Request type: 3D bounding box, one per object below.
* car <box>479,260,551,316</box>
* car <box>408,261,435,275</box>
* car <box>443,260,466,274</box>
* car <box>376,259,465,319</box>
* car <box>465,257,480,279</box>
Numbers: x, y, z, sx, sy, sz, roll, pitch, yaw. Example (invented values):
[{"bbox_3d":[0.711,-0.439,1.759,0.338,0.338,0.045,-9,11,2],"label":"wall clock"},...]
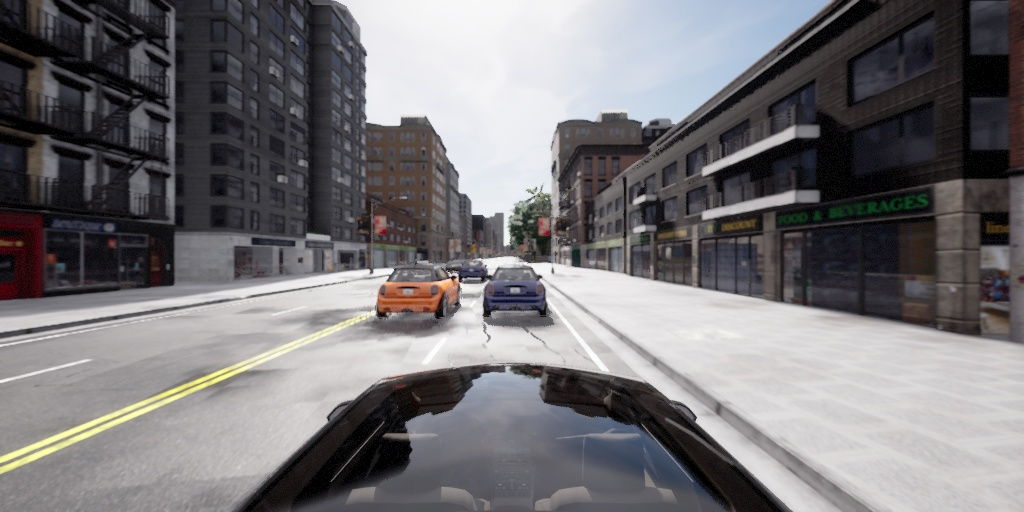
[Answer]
[{"bbox_3d":[0.098,1.104,13.421,2.097,1.767,4.553,0,0,0],"label":"car"},{"bbox_3d":[-9.844,1.282,39.321,1.812,1.442,4.674,0,0,0],"label":"car"},{"bbox_3d":[-6.595,1.263,41.391,1.837,1.490,4.892,0,0,0],"label":"car"},{"bbox_3d":[-3.151,1.104,12.995,2.097,1.767,4.553,0,0,0],"label":"car"},{"bbox_3d":[-3.153,1.107,29.893,2.097,1.767,4.553,0,0,0],"label":"car"}]
